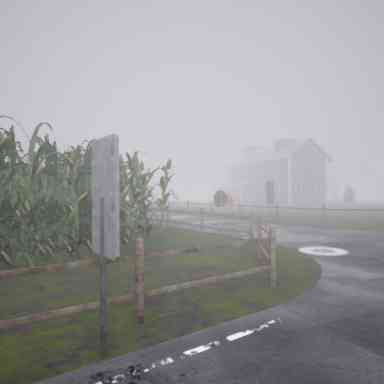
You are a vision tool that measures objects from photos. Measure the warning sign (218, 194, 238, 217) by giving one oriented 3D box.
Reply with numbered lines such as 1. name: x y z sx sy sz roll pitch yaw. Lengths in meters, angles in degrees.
1. warning sign: 3.043 1.107 27.930 1.300 1.860 1.060 0 0 -35
